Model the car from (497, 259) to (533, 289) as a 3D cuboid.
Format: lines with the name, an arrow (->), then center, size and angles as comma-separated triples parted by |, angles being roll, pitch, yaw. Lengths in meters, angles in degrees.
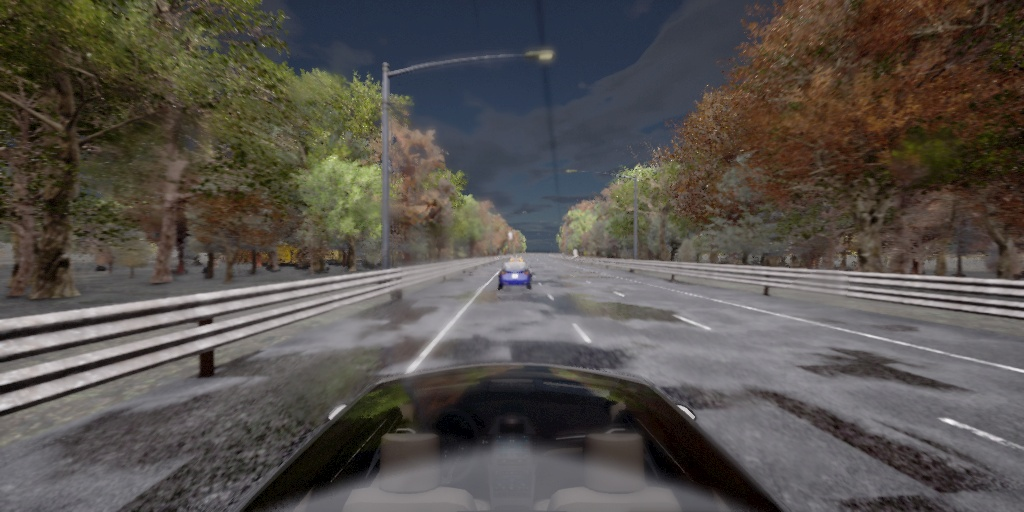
car -> 0.183, 1.110, 21.731 | 2.163, 1.488, 4.792 | 0, 0, 1

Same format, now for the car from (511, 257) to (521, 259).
car -> 0.646, 0.852, 53.631 | 1.882, 1.535, 5.008 | 0, 1, 2
